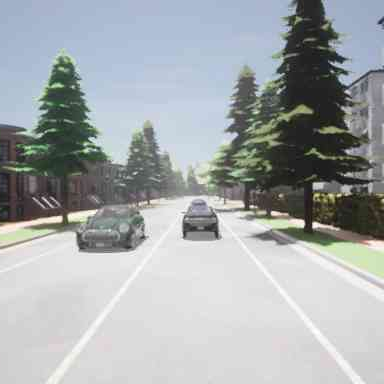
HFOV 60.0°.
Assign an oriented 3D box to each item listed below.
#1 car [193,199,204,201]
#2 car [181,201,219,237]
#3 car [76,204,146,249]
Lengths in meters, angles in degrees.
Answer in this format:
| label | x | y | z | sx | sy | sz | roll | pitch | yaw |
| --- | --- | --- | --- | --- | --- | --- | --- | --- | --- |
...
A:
| label | x | y | z | sx | sy | sz | roll | pitch | yaw |
| --- | --- | --- | --- | --- | --- | --- | --- | --- | --- |
| car | 0.766 | 1.518 | 37.798 | 1.812 | 1.442 | 4.674 | 0 | 0 | 1 |
| car | 0.444 | 1.488 | 18.122 | 2.128 | 1.511 | 4.902 | 0 | 0 | 1 |
| car | -3.320 | 1.355 | 14.421 | 2.097 | 1.767 | 4.553 | 0 | 0 | 1 |
